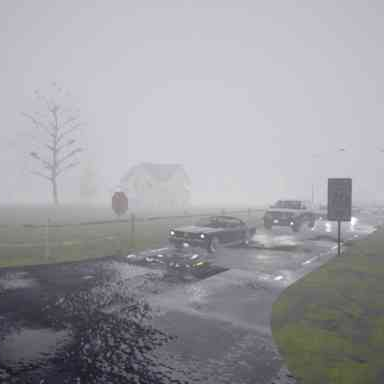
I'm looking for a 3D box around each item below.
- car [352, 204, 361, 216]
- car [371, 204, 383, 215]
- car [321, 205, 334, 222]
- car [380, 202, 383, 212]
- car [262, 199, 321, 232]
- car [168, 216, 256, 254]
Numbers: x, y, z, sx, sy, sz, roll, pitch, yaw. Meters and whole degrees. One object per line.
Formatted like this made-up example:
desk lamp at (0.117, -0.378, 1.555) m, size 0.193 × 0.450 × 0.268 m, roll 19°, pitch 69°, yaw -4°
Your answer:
car at (18.671, 2.120, 39.486) m, size 1.895 × 1.301 × 4.718 m, roll 1°, pitch 0°, yaw 36°
car at (23.729, 2.208, 41.615) m, size 1.895 × 1.301 × 4.718 m, roll 1°, pitch 0°, yaw 35°
car at (12.727, 1.948, 31.155) m, size 2.033 × 1.411 × 5.357 m, roll 1°, pitch 0°, yaw 35°
car at (29.568, 2.284, 49.854) m, size 1.994 × 1.385 × 4.181 m, roll 1°, pitch 0°, yaw 35°
car at (6.802, 1.500, 22.789) m, size 2.150 × 2.045 × 5.566 m, roll 1°, pitch 0°, yaw 36°
car at (1.038, 1.758, 14.656) m, size 1.895 × 1.301 × 4.718 m, roll 1°, pitch 0°, yaw 35°
